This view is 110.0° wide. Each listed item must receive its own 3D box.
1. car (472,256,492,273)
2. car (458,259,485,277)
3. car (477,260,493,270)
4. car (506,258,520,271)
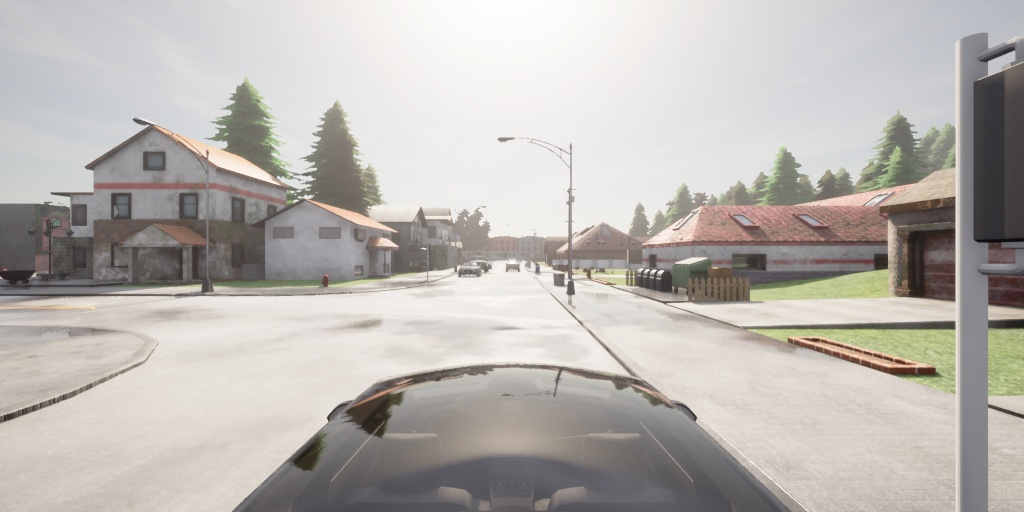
[{"bbox_3d":[-4.088,0.971,44.579,2.150,2.045,5.566,0,0,0],"label":"car"},{"bbox_3d":[-4.090,1.314,35.432,1.994,1.385,4.181,0,0,0],"label":"car"},{"bbox_3d":[-4.063,1.314,54.518,1.994,1.385,4.181,0,0,0],"label":"car"},{"bbox_3d":[0.117,1.297,48.209,2.033,1.411,5.357,0,0,0],"label":"car"}]
